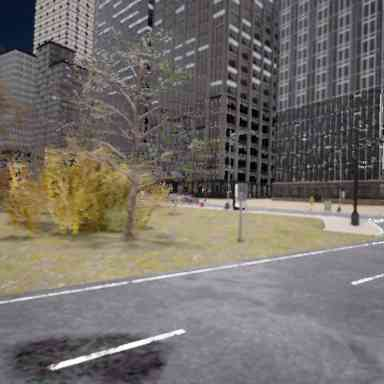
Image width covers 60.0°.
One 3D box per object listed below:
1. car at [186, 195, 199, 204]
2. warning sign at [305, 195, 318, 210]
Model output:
[{"bbox_3d":[-0.711,1.259,57.031,1.812,1.442,4.674,4,-1,-41],"label":"car"},{"bbox_3d":[15.323,1.389,42.640,1.300,1.860,1.060,2,-1,-40],"label":"warning sign"}]
